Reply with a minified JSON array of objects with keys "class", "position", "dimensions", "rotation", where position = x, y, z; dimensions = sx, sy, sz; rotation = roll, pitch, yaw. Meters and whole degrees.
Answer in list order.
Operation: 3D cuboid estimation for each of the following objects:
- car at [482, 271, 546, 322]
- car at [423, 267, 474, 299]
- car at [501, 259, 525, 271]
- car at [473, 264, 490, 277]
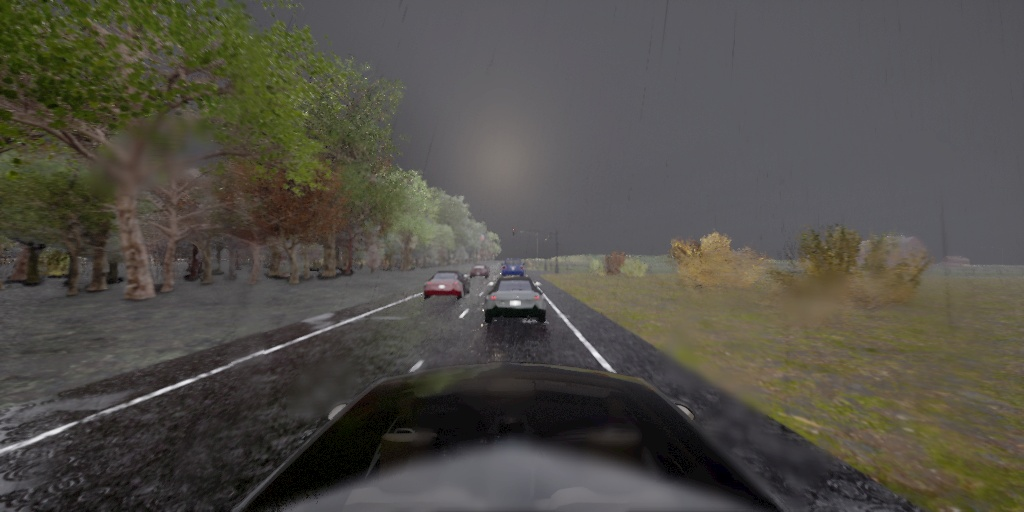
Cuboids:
[{"class":"car","position":[0.099,1.415,12.831],"dimensions":[1.994,1.385,4.181],"rotation":[0,-1,0]},{"class":"car","position":[-3.400,1.473,19.394],"dimensions":[1.994,1.385,4.181],"rotation":[0,-1,0]},{"class":"car","position":[0.097,1.271,35.315],"dimensions":[2.150,2.045,5.566],"rotation":[0,-1,0]},{"class":"car","position":[-3.403,1.601,38.210],"dimensions":[1.812,1.442,4.674],"rotation":[0,-1,0]}]
